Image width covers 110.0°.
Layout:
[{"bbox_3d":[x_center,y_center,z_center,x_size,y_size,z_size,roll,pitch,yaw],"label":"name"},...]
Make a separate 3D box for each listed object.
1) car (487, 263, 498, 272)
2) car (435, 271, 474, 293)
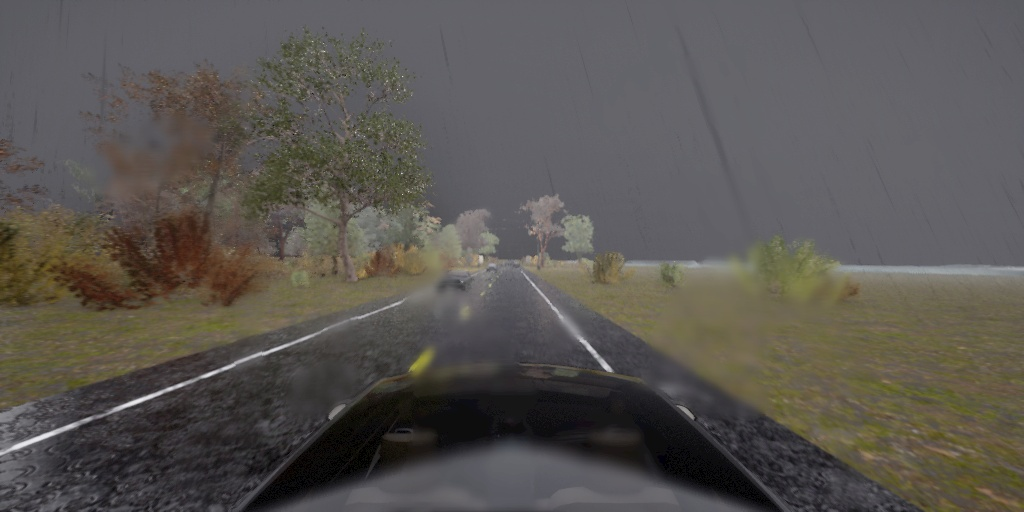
[{"bbox_3d":[-3.513,2.043,64.331,1.812,1.442,4.674,0,-1,1],"label":"car"},{"bbox_3d":[-3.597,1.619,23.163,1.895,1.301,4.718,0,-1,0],"label":"car"}]
